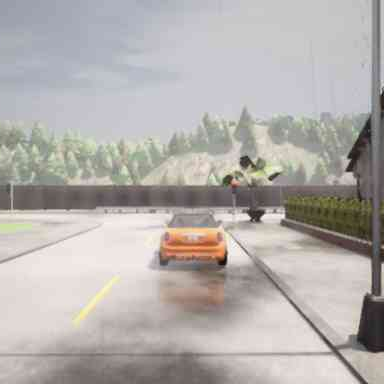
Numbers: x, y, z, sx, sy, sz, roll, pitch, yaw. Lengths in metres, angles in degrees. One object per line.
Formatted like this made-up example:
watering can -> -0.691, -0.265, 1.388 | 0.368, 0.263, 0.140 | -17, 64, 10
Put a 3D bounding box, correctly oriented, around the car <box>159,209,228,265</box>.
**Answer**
car -> 0.049, 1.391, 11.898 | 2.097, 1.767, 4.553 | 0, 0, 0
